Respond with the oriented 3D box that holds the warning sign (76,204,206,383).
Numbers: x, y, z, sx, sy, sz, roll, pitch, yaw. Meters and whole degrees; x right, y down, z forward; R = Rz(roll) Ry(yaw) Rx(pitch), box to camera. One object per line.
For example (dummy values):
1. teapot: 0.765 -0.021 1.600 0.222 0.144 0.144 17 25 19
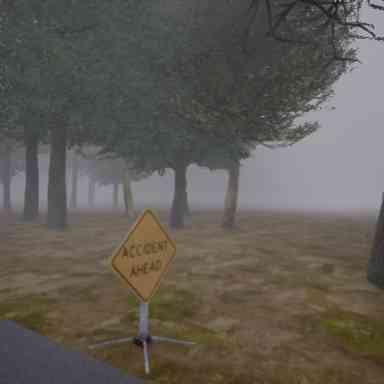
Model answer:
1. warning sign: -0.629 1.120 4.396 1.060 1.860 1.300 1 0 35
